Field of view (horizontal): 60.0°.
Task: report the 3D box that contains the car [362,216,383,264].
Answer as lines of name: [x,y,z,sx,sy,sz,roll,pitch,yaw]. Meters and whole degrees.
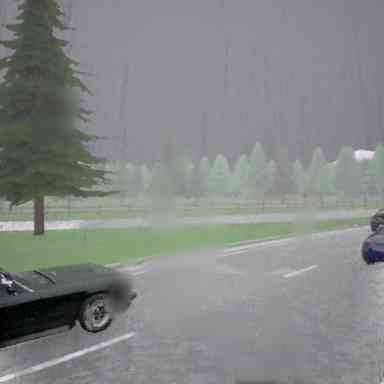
car: [7.473,1.672,11.366,4.181,1.385,1.994,0,-1,-43]

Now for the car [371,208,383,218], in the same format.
car: [12.828,1.704,20.647,4.892,1.490,1.837,0,-1,-39]

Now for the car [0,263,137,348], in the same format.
car: [-3.313,1.739,5.288,4.718,1.301,1.895,0,-1,-40]
